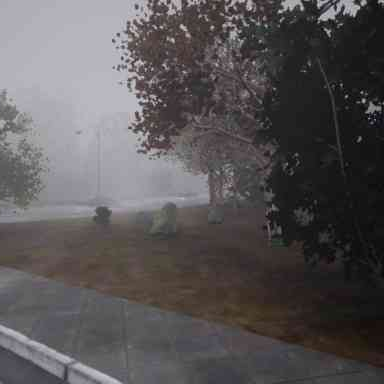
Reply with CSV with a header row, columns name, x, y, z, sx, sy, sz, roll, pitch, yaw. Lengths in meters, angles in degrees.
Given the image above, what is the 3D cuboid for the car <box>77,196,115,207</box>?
name,x,y,z,sx,sy,sz,roll,pitch,yaw
car,-13.329,1.214,46.500,2.033,1.411,5.357,0,2,39

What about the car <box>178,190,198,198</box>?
name,x,y,z,sx,sy,sz,roll,pitch,yaw
car,-0.753,0.293,61.951,1.994,1.385,4.181,0,3,39

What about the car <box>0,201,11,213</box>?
name,x,y,z,sx,sy,sz,roll,pitch,yaw
car,-22.151,1.532,35.556,1.837,1.490,4.892,0,1,39
